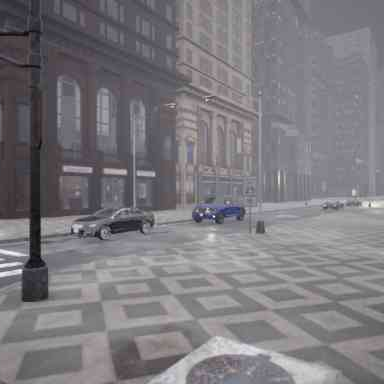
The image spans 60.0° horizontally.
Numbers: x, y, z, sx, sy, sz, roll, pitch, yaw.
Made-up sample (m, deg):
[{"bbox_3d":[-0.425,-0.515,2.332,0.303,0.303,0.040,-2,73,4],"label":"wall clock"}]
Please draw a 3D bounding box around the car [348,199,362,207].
[{"bbox_3d":[26.709,1.770,54.824,1.895,1.301,4.718,0,0,35],"label":"car"}]

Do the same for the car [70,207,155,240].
[{"bbox_3d":[-3.990,1.536,17.402,2.128,1.511,4.902,0,0,34],"label":"car"}]

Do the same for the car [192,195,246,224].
[{"bbox_3d":[2.256,1.299,26.129,2.150,2.045,5.566,0,0,35],"label":"car"}]

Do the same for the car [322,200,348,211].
[{"bbox_3d":[18.563,1.736,43.435,1.895,1.301,4.718,0,0,36],"label":"car"}]
